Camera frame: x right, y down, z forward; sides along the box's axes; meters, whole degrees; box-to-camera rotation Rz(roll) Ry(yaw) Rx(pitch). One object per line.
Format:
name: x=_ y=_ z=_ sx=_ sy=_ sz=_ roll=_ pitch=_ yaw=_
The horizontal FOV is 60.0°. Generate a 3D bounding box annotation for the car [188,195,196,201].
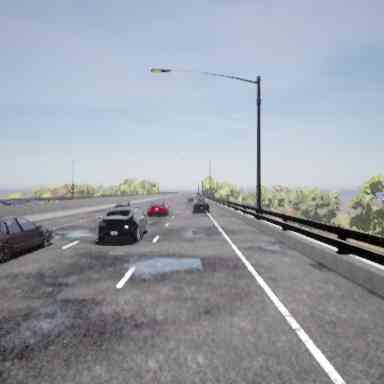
car: x=-0.010 y=1.571 z=91.144 sx=2.033 sy=1.411 sz=5.357 roll=0 pitch=0 yaw=0

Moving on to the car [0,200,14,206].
car: x=-21.085 y=1.662 z=39.661 sx=1.994 sy=1.385 sz=4.181 roll=0 pitch=0 yaw=0

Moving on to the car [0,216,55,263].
car: x=-6.902 y=1.578 z=12.066 sx=2.033 sy=1.411 sz=5.357 roll=0 pitch=0 yaw=0

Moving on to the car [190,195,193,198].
car: x=1.045 y=1.576 z=48.777 sx=1.801 sy=1.575 sz=5.366 roll=0 pitch=0 yaw=0

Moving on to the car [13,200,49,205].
car: x=-17.593 y=1.642 z=37.819 sx=2.033 sy=1.411 sz=5.357 roll=0 pitch=0 yaw=0

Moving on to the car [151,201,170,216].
car: x=-3.404 y=1.649 z=34.193 sx=1.994 sy=1.385 sz=4.181 roll=0 pitch=0 yaw=0

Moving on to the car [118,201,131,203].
car: x=-6.904 y=1.650 z=34.356 sx=1.994 sy=1.385 sz=4.181 roll=0 pitch=0 yaw=0

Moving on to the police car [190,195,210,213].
police car: x=1.046 y=1.522 z=38.697 sx=1.930 sy=1.638 sz=5.238 roll=0 pitch=0 yaw=0

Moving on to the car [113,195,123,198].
car: x=-17.509 y=1.329 z=79.063 sx=1.812 sy=1.442 sz=4.674 roll=0 pitch=0 yaw=0

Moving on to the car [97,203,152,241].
car: x=-3.403 y=1.548 z=16.933 sx=1.837 sy=1.490 sz=4.892 roll=0 pitch=0 yaw=0

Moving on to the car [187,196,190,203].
car: x=-0.007 y=1.596 z=72.052 sx=1.994 sy=1.385 sz=4.181 roll=0 pitch=0 yaw=0
